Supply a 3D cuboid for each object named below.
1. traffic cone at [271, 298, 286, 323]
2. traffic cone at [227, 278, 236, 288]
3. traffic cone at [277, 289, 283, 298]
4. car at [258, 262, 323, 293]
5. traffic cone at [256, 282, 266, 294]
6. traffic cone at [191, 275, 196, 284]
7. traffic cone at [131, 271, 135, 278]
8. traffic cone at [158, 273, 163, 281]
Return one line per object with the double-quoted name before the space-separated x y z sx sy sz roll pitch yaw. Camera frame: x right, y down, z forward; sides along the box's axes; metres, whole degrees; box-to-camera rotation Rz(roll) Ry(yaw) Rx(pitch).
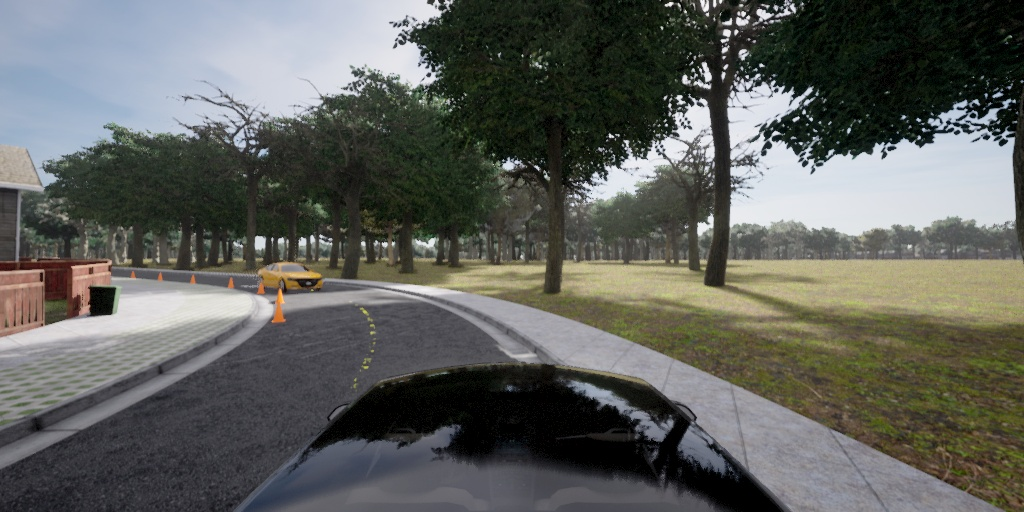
"traffic cone" -6.946 1.653 10.674 0.340 0.580 0.340 0 0 -27
"traffic cone" -16.129 1.534 20.575 0.340 0.580 0.340 0 0 32
"traffic cone" -9.393 1.618 14.510 0.340 0.580 0.340 0 0 -38
"car" -12.391 1.118 19.985 5.008 1.535 1.882 1 -1 38
"traffic cone" -12.488 1.576 17.846 0.340 0.580 0.340 0 0 42
"traffic cone" -20.382 1.500 22.904 0.340 0.580 0.340 0 0 28
"traffic cone" -29.201 1.455 27.623 0.340 0.580 0.340 0 0 28
"traffic cone" -24.791 1.477 25.264 0.340 0.580 0.340 0 0 28
